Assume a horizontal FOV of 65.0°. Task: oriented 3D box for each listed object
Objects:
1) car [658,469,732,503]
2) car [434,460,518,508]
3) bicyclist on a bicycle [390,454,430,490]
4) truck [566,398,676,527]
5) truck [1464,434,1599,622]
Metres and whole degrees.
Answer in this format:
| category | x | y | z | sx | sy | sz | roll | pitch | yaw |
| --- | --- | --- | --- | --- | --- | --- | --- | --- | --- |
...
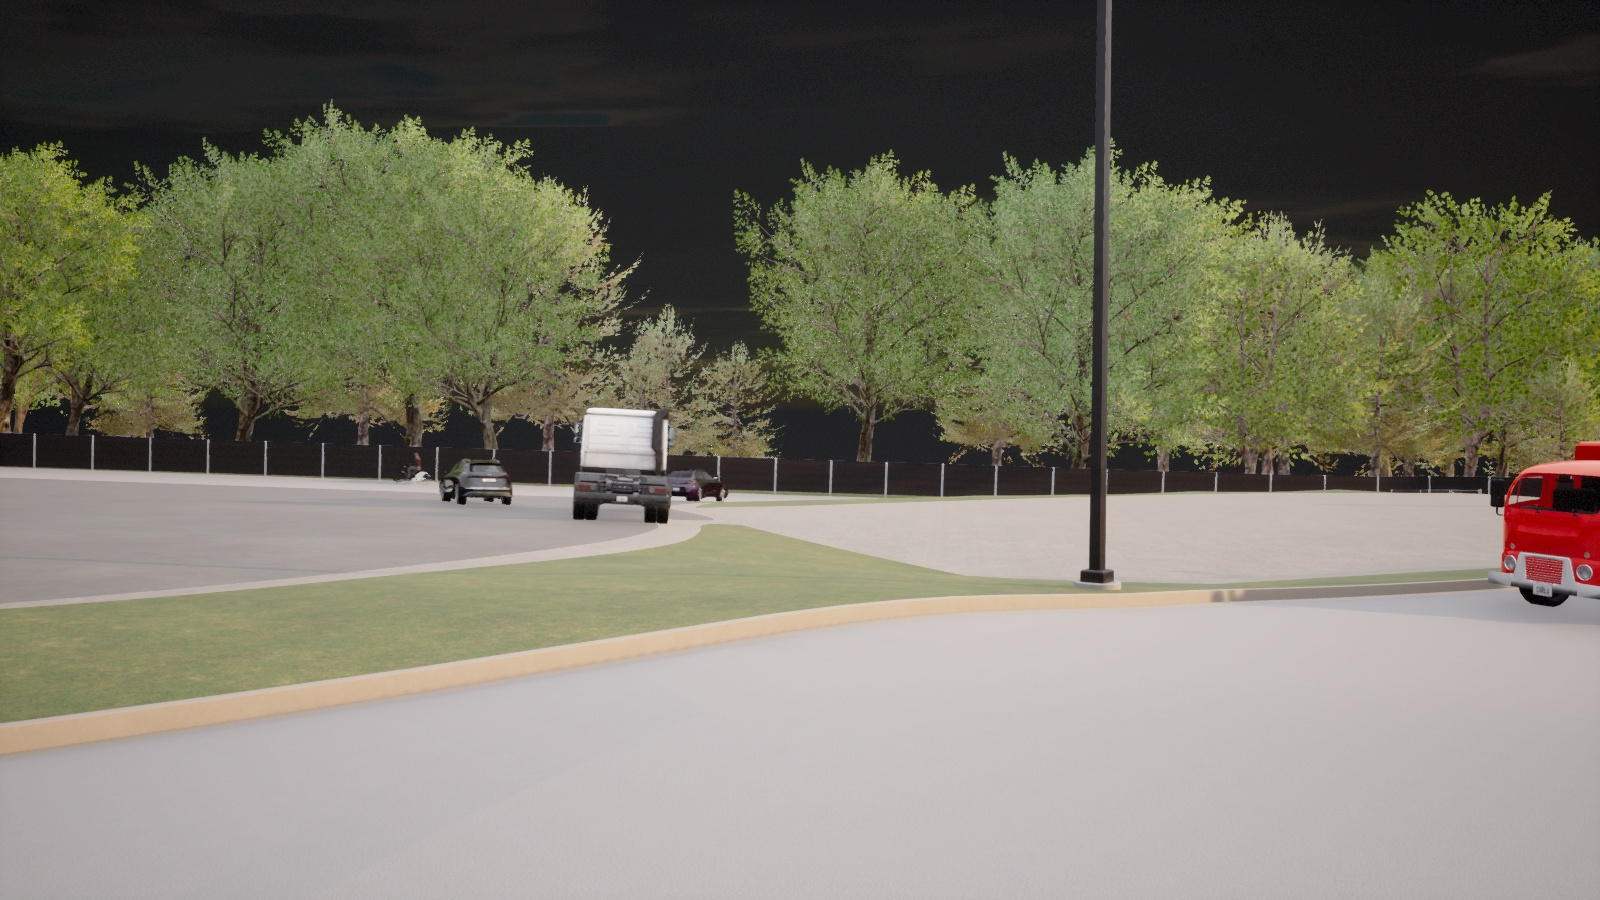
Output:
| category | x | y | z | sx | sy | sz | roll | pitch | yaw |
| --- | --- | --- | --- | --- | --- | --- | --- | --- | --- |
| car | -4.691 | 1.638 | 56.645 | 1.816 | 1.474 | 4.193 | 0 | -2 | 18 |
| car | -11.979 | 1.231 | 46.229 | 2.033 | 1.649 | 4.856 | 1 | -1 | -26 |
| bicyclist on a bicycle | -20.674 | 1.159 | 66.575 | 1.843 | 1.776 | 0.659 | 2 | 2 | 0 |
| truck | -5.541 | 0.355 | 38.842 | 2.891 | 3.462 | 7.936 | 3 | 0 | -8 |
| truck | 12.800 | 1.018 | 18.328 | 5.204 | 2.467 | 2.627 | 0 | 2 | -20 |
